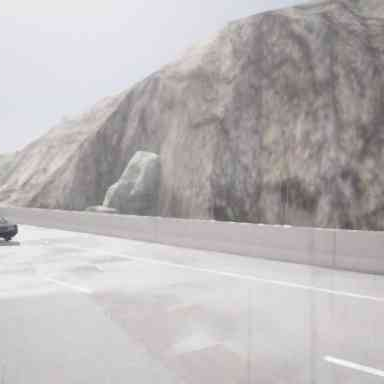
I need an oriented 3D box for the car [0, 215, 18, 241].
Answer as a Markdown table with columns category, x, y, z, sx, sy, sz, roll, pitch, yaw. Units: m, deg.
| category | x | y | z | sx | sy | sz | roll | pitch | yaw |
| --- | --- | --- | --- | --- | --- | --- | --- | --- | --- |
| car | -10.412 | 1.717 | 16.336 | 4.718 | 1.301 | 1.895 | 0 | -1 | 41 |
